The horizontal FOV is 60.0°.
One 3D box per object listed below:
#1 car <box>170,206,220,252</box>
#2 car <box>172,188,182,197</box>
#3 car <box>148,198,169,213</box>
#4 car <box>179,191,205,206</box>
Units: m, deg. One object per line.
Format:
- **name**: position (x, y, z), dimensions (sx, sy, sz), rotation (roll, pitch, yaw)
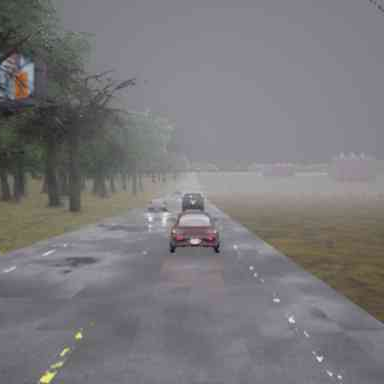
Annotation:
- **car**: position (0.100, 1.499, 13.652), dimensions (1.812, 1.442, 4.674), rotation (0, 0, 0)
- **car**: position (-3.491, 0.000, 77.235), dimensions (2.150, 2.045, 5.566), rotation (0, 2, 0)
- **car**: position (-3.592, 1.409, 36.052), dimensions (1.812, 1.442, 4.674), rotation (0, 0, 0)
- **car**: position (0.104, 1.116, 33.793), dimensions (2.150, 2.045, 5.566), rotation (0, 0, 0)
